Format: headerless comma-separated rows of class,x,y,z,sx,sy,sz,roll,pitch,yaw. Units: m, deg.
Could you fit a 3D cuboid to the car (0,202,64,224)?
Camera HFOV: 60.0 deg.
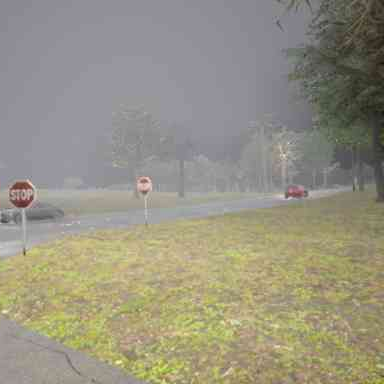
car,-10.924,1.392,22.576,1.994,1.385,4.181,-3,-1,34

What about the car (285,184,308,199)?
car,15.213,-0.075,48.383,2.150,2.045,5.566,-3,1,34
